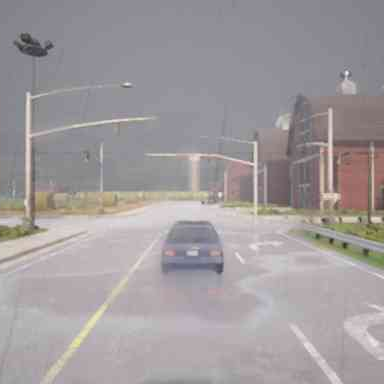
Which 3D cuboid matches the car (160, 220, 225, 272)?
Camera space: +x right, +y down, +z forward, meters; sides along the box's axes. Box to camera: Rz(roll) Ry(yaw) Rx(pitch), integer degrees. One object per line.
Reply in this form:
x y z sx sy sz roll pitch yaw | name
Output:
0.030 1.655 11.088 2.033 1.411 5.357 0 -1 0 | car

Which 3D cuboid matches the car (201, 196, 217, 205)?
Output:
3.925 1.872 76.164 1.905 1.878 3.866 -7 3 -43 | car
